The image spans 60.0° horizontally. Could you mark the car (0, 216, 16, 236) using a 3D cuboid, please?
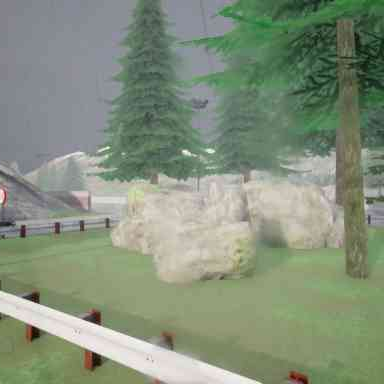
[{"bbox_3d":[-10.797,1.358,15.632,5.357,1.411,2.033,0,0,23],"label":"car"}]
